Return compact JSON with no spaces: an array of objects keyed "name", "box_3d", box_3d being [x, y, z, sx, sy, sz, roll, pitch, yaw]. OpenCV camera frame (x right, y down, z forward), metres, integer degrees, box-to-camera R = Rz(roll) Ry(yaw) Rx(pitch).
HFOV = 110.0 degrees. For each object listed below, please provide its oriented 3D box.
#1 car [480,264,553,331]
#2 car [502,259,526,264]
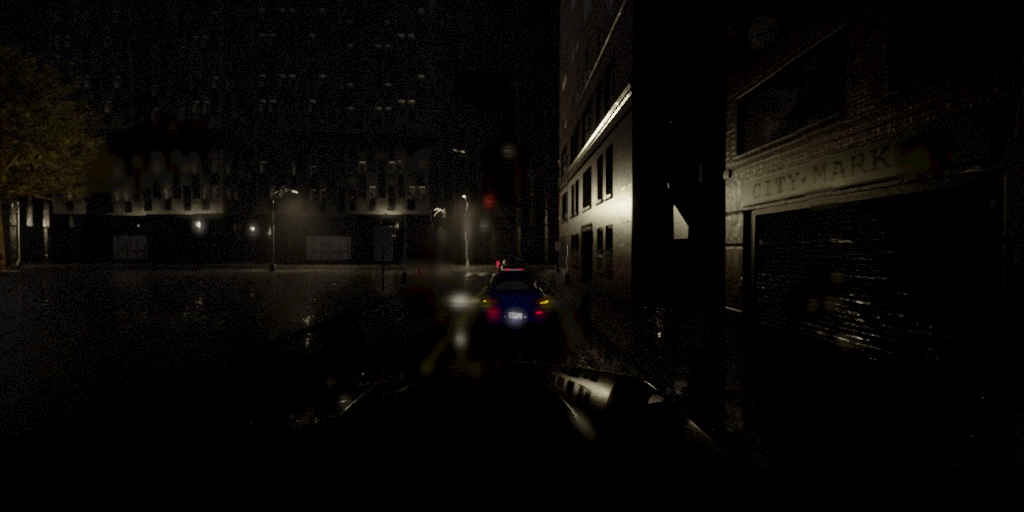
[{"name":"car","box_3d":[0.120,1.148,10.367,1.812,1.442,4.674,0,1,0]},{"name":"car","box_3d":[0.137,0.936,22.464,2.128,1.511,4.902,0,1,1]}]
